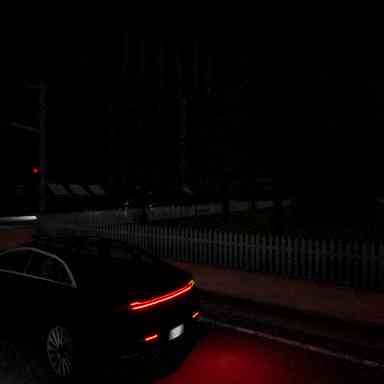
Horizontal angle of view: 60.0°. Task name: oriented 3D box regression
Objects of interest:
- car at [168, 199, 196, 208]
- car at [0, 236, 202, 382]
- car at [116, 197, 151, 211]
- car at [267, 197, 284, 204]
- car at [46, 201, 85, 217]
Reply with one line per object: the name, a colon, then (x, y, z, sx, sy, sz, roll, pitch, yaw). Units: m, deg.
car: (-1.432, 1.601, 48.131, 1.895, 1.301, 4.718, 0, 0, 34)
car: (-2.153, 1.491, 5.477, 4.902, 1.511, 2.128, 0, 0, 36)
car: (-6.991, 1.352, 39.911, 2.097, 1.767, 4.553, 0, 0, 34)
car: (15.180, 1.547, 59.910, 2.033, 1.411, 5.357, 0, 0, 34)
car: (-12.409, 1.564, 31.888, 1.994, 1.385, 4.181, 0, 0, 34)
